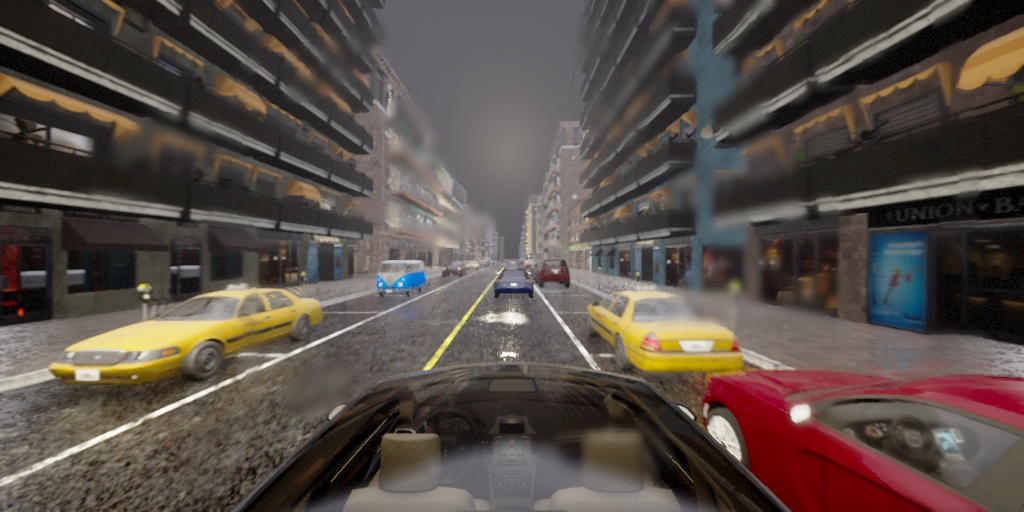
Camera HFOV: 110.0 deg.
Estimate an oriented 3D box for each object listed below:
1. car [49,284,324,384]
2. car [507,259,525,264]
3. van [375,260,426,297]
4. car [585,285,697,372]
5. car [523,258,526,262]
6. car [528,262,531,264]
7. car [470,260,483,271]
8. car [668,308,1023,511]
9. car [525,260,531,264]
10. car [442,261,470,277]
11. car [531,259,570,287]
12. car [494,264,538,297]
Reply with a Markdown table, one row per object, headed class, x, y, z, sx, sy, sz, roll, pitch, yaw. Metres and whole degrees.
| class | x | y | z | sx | sy | sz | roll | pitch | yaw |
| --- | --- | --- | --- | --- | --- | --- | --- | --- | --- |
| car | -5.691 | 1.277 | 7.217 | 1.751 | 1.417 | 4.829 | 0 | 0 | 0 |
| car | 0.092 | 1.361 | 40.787 | 1.994 | 1.385 | 4.181 | 0 | 0 | 0 |
| van | -5.693 | 1.102 | 18.710 | 1.690 | 1.789 | 3.998 | 0 | 0 | 0 |
| car | 2.689 | 1.276 | 7.535 | 1.751 | 1.417 | 4.829 | 0 | 0 | 0 |
| car | 2.682 | 1.264 | 52.657 | 1.967 | 1.591 | 4.097 | 0 | 0 | 0 |
| car | 2.685 | 1.328 | 30.011 | 2.007 | 1.370 | 4.403 | 0 | 0 | 0 |
| car | -5.699 | 1.352 | 52.510 | 1.751 | 1.417 | 4.829 | 0 | 0 | 0 |
| car | 2.690 | 1.295 | 1.707 | 1.888 | 1.381 | 4.507 | 0 | 0 | 0 |
| car | 2.685 | 1.338 | 35.672 | 2.007 | 1.370 | 4.403 | 0 | 0 | 0 |
| car | -5.696 | 1.229 | 35.694 | 1.967 | 1.591 | 4.097 | 0 | 0 | 0 |
| car | 2.687 | 1.083 | 24.348 | 2.192 | 1.841 | 5.009 | 0 | 0 | 0 |
| car | 0.093 | 1.326 | 18.992 | 1.994 | 1.385 | 4.181 | 0 | 0 | 0 |
